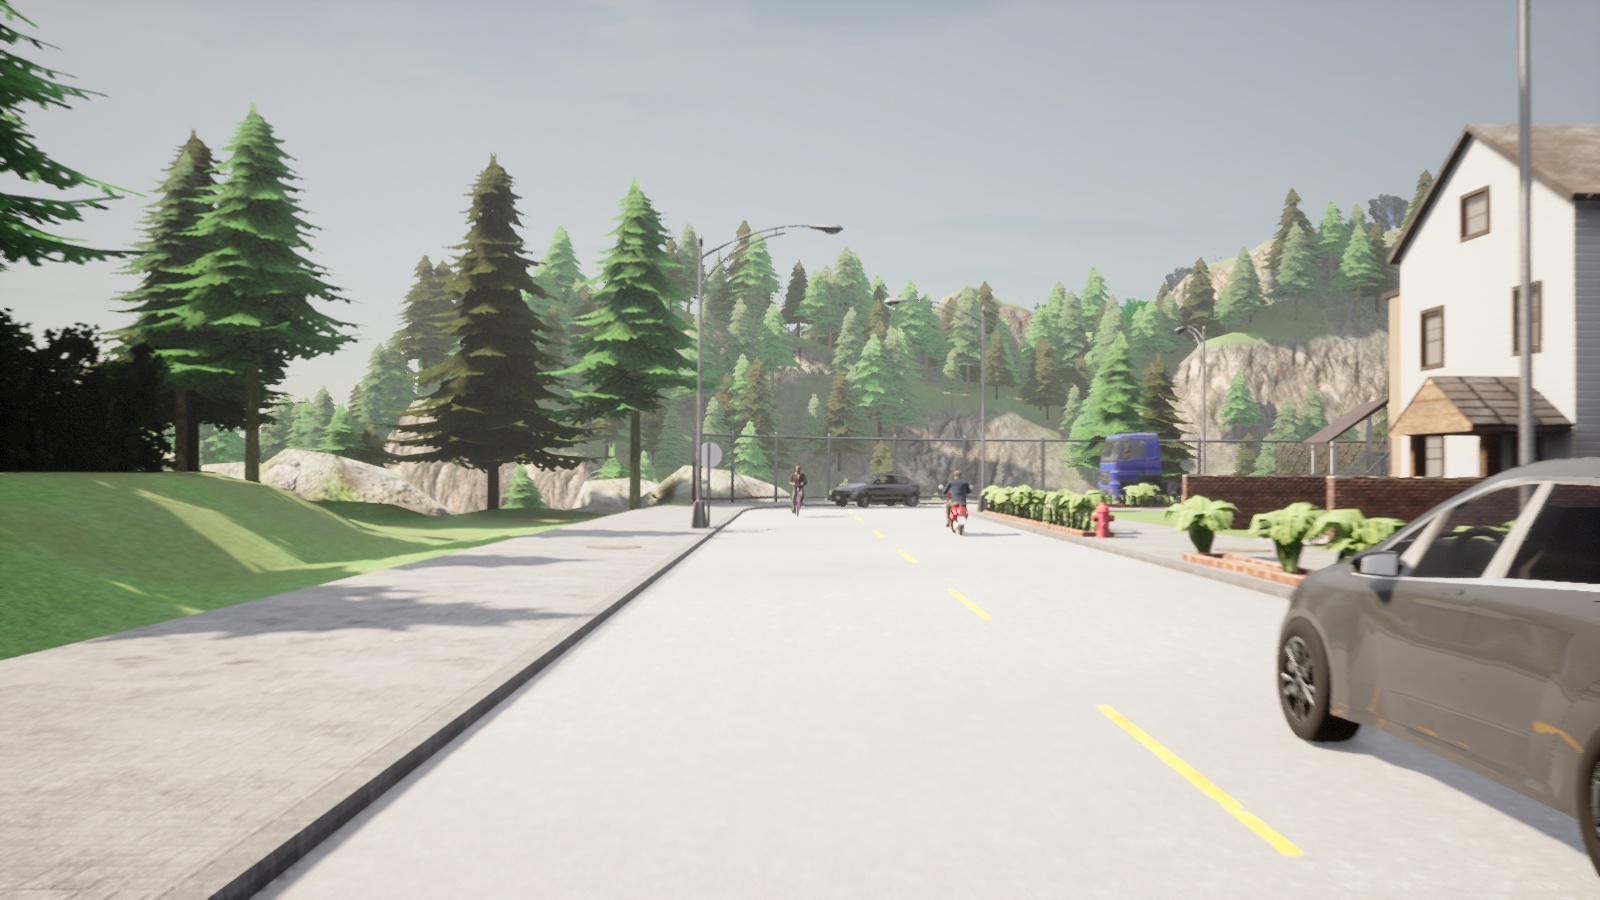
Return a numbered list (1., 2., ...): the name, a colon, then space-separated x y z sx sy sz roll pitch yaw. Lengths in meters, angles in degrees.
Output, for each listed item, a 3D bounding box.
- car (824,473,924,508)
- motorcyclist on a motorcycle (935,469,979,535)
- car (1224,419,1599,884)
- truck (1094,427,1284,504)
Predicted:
1. car: 3.253 1.737 55.047 4.193 1.474 1.816 0 -1 -37
2. motorcyclist on a motorcycle: 3.923 1.280 31.552 0.866 1.590 1.817 0 -1 0
3. car: 3.984 0.746 6.146 2.242 1.667 4.611 0 -1 0
4. truck: 17.985 0.738 58.421 7.936 3.462 2.891 0 -1 0
